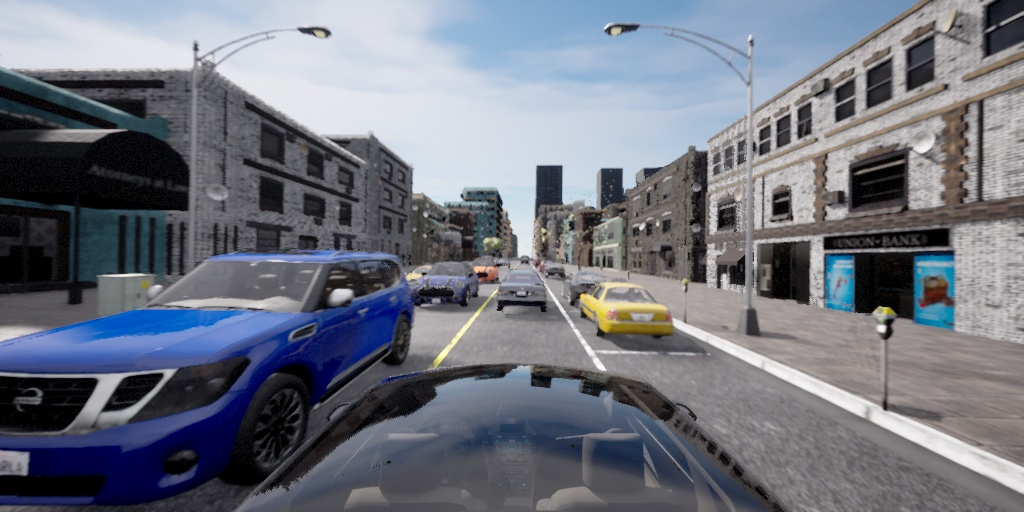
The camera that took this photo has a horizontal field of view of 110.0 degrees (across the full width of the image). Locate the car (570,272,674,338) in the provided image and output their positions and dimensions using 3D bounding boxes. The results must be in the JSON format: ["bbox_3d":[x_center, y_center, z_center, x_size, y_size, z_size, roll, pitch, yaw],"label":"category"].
[{"bbox_3d":[2.930,1.306,10.206,1.751,1.417,4.829,0,0,2],"label":"car"}]

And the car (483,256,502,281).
[{"bbox_3d":[-2.206,1.023,27.018,2.097,1.767,4.553,1,0,2],"label":"car"}]

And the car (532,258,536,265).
[{"bbox_3d":[4.788,1.029,59.799,2.192,1.841,5.009,0,0,2],"label":"car"}]

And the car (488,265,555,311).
[{"bbox_3d":[0.406,1.282,14.416,2.033,1.411,5.357,1,0,2],"label":"car"}]

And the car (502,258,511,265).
[{"bbox_3d":[-1.158,0.984,52.765,2.033,1.411,5.357,1,0,2],"label":"car"}]

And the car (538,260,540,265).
[{"bbox_3d":[3.959,1.324,37.683,1.802,1.307,4.207,0,0,2],"label":"car"}]

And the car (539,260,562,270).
[{"bbox_3d":[3.752,1.300,32.153,2.007,1.370,4.403,0,0,2],"label":"car"}]

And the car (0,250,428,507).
[{"bbox_3d":[-3.047,0.925,4.980,2.150,2.045,5.566,1,0,2],"label":"car"}]

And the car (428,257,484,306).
[{"bbox_3d":[-2.659,1.040,15.248,2.097,1.767,4.553,1,0,2],"label":"car"}]

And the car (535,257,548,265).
[{"bbox_3d":[4.166,1.175,43.212,1.967,1.591,4.097,0,0,2],"label":"car"}]

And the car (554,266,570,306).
[{"bbox_3d":[3.131,1.323,15.566,2.007,1.370,4.403,0,0,2],"label":"car"}]
